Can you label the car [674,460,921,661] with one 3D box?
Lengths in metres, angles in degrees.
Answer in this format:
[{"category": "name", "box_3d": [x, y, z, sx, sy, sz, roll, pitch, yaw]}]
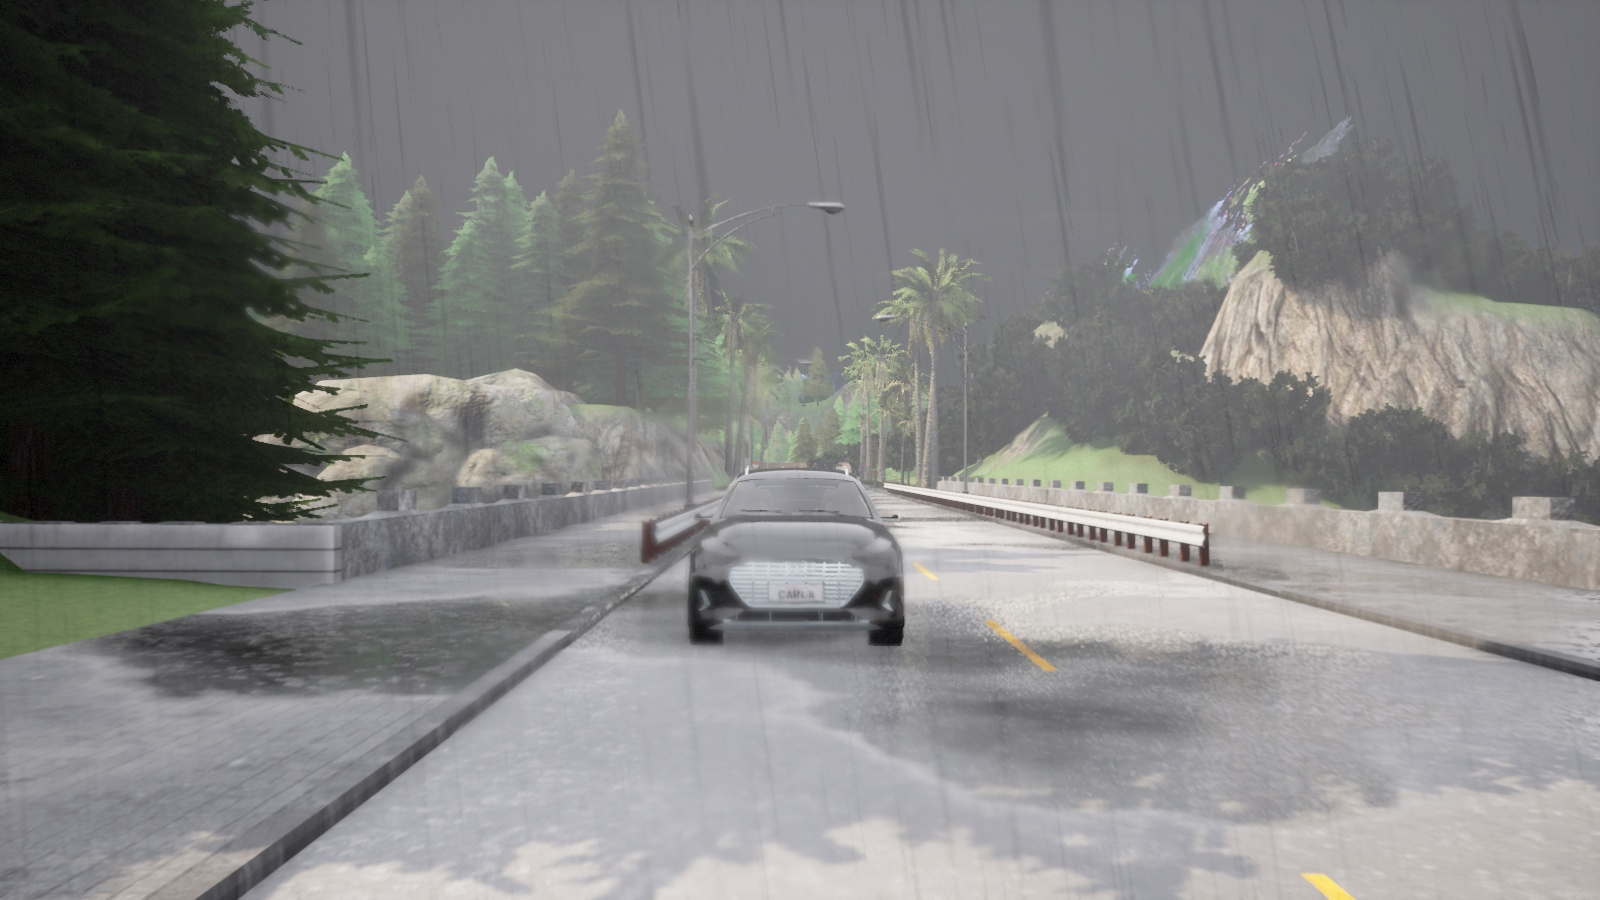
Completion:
[{"category": "car", "box_3d": [-0.028, 0.959, 12.774, 2.033, 1.649, 4.856, 0, -1, 0]}]
